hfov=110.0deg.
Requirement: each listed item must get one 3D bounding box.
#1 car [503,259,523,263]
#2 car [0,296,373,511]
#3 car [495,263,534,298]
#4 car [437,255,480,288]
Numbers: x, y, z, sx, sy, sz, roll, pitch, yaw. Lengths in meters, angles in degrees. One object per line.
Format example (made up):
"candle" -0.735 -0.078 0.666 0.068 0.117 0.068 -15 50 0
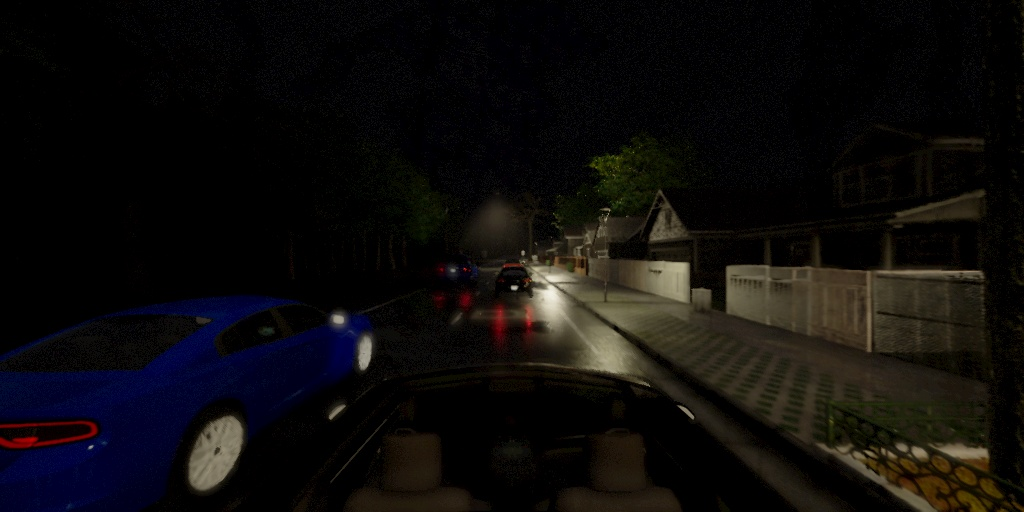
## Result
"car" 0.106 1.041 35.868 2.097 1.767 4.553 0 0 0
"car" -3.399 1.225 4.436 1.882 1.535 5.008 0 0 0
"car" 0.103 1.252 18.357 1.812 1.442 4.674 0 0 0
"car" -3.397 0.939 23.354 2.150 2.045 5.566 0 0 0
